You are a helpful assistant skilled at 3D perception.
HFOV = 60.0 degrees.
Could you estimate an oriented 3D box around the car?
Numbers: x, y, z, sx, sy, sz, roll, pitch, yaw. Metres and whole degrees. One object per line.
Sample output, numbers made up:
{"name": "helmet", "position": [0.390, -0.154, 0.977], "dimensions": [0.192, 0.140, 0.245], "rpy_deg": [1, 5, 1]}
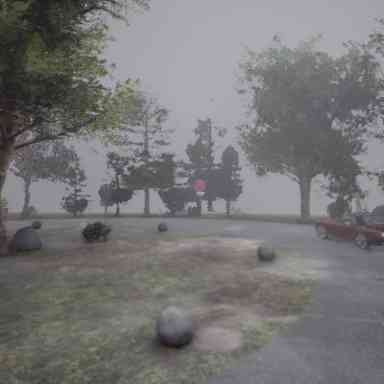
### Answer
{"name": "car", "position": [7.197, 1.564, 14.242], "dimensions": [1.895, 1.301, 4.718], "rpy_deg": [0, 0, -8]}
